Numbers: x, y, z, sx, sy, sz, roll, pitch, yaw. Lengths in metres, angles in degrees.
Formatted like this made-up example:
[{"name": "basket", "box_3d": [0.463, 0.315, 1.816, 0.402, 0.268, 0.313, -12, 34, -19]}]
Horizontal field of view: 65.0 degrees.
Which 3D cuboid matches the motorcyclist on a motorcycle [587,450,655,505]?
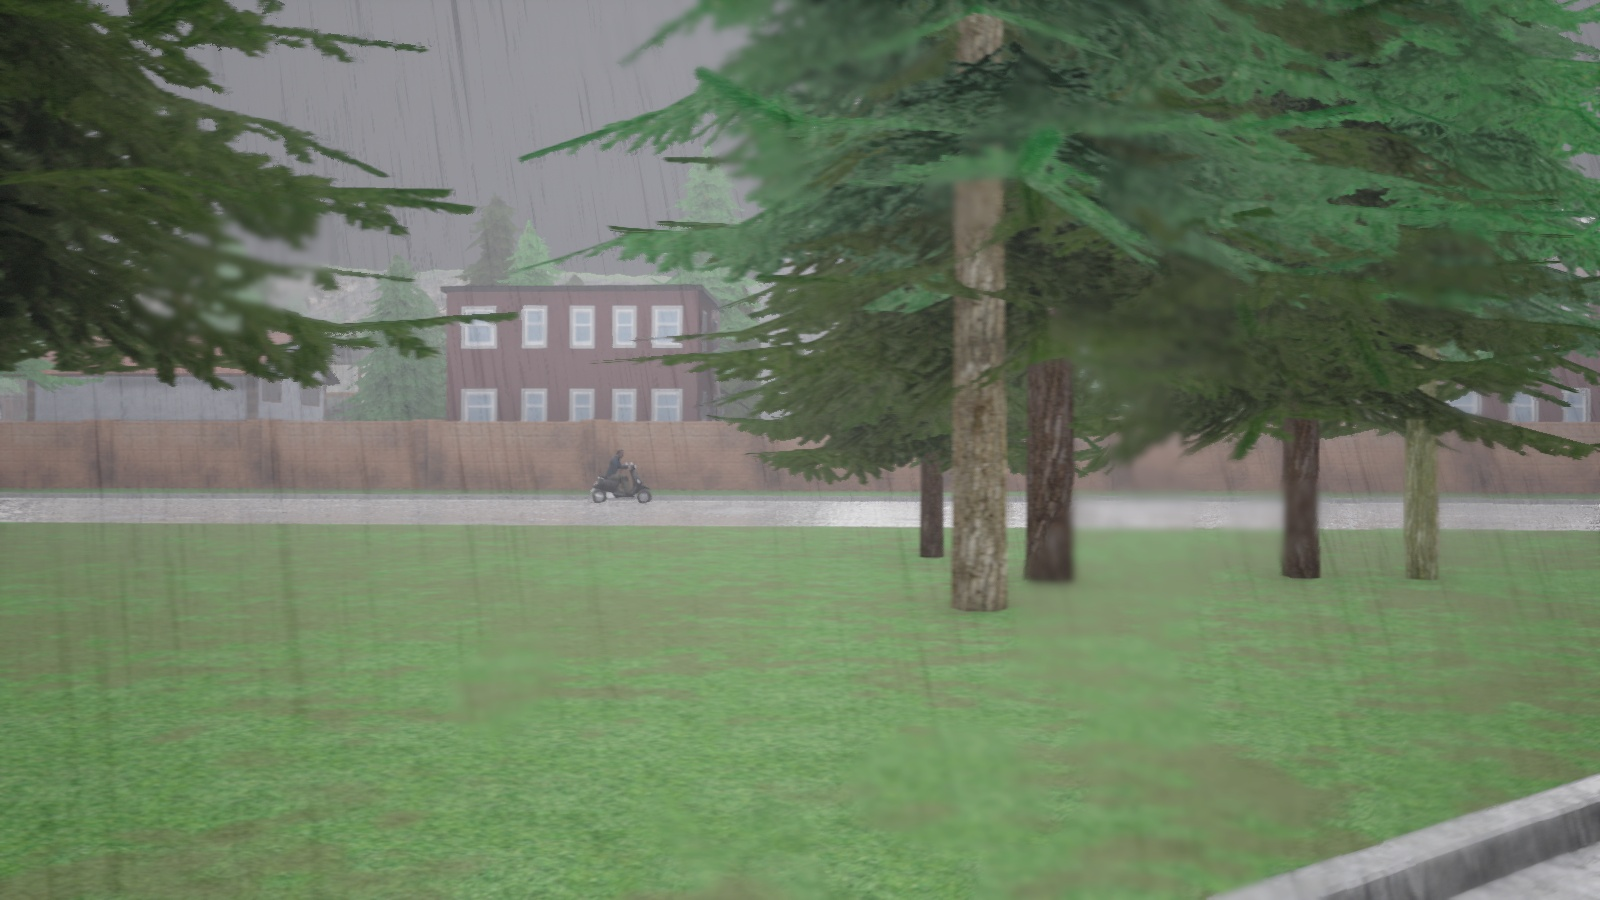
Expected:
[{"name": "motorcyclist on a motorcycle", "box_3d": [-5.213, 0.800, 36.560, 1.817, 1.590, 0.866, 0, 0, 3]}]
